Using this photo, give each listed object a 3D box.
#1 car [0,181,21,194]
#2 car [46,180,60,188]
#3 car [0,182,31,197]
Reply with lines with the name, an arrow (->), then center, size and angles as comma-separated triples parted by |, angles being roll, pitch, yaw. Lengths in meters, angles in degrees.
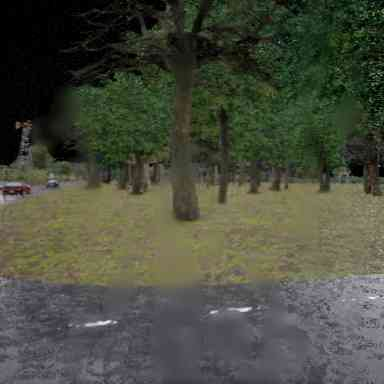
car -> -23.002, -0.594, 41.450 | 2.033, 1.411, 5.357 | -1, 3, -15
car -> -24.824, -1.454, 59.518 | 1.812, 1.442, 4.674 | 0, 3, -15
car -> -18.227, -0.336, 34.830 | 1.882, 1.535, 5.008 | 0, 3, -15
